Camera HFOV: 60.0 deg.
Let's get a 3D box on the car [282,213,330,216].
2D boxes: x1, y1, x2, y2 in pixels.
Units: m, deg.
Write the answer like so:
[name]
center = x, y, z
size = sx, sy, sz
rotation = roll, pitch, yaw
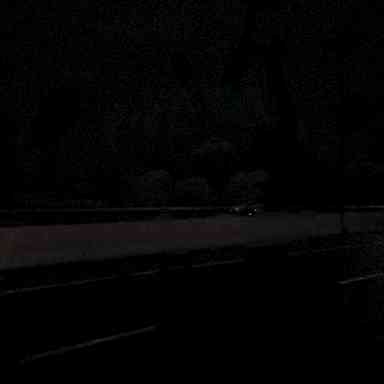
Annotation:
[car]
center = 9.965, 1.750, 26.481
size = 4.902, 1.511, 2.128
rotation = 1, 0, -29
